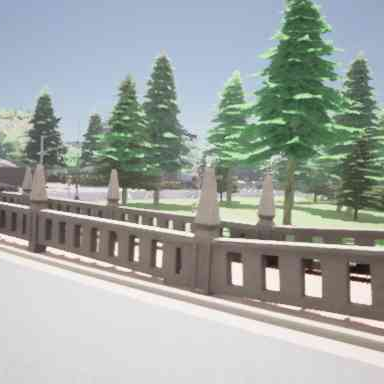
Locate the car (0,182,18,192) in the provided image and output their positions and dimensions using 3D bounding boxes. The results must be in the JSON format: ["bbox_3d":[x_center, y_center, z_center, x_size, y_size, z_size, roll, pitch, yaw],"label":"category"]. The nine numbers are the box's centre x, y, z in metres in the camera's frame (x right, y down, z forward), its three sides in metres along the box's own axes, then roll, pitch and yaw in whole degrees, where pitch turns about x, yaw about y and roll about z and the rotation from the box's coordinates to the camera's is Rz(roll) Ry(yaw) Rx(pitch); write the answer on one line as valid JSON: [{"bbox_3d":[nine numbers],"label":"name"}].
[{"bbox_3d":[-22.402,-0.483,37.102,2.033,1.411,5.357,4,3,37],"label":"car"}]
